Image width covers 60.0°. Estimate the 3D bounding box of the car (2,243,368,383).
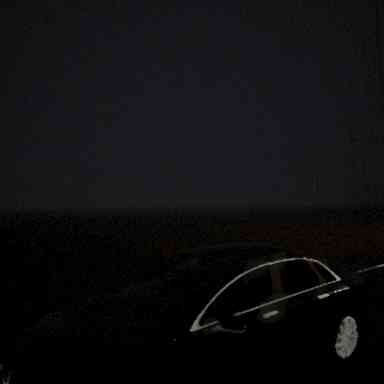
[{"bbox_3d":[0.372,1.508,4.266,4.892,1.490,1.837,0,0,-36],"label":"car"}]
